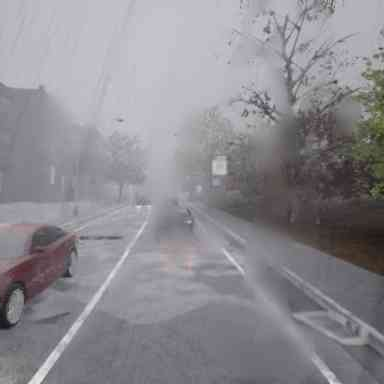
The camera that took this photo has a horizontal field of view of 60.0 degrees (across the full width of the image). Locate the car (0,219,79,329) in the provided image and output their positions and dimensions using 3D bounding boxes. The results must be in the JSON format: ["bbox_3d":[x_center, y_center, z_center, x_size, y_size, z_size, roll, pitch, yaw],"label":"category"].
[{"bbox_3d":[-3.890,1.424,7.000,1.882,1.535,5.008,0,1,-3],"label":"car"}]

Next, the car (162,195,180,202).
[{"bbox_3d":[-2.644,1.125,41.467,1.837,1.490,4.892,0,1,-4],"label":"car"}]

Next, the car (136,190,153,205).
[{"bbox_3d":[-6.821,0.766,48.007,2.150,2.045,5.566,0,1,-4],"label":"car"}]

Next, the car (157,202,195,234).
[{"bbox_3d":[-0.920,1.448,18.089,1.895,1.301,4.718,0,1,-4],"label":"car"}]
